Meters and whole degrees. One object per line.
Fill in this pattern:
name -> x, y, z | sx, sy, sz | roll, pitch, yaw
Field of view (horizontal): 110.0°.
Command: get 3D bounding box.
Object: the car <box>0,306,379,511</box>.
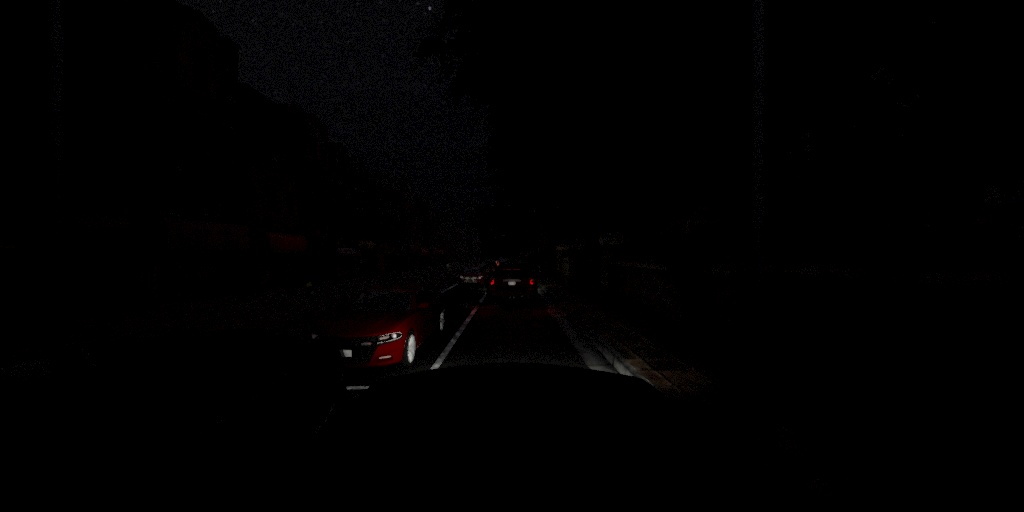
car -> -2.638, 1.314, 2.236 | 1.948, 1.339, 4.313 | 0, 0, 0

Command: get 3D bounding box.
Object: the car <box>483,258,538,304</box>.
car -> 0.000, 1.115, 16.470 | 2.097, 1.767, 4.553 | 0, 0, 0

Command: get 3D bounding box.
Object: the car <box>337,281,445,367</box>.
car -> -2.638, 1.293, 7.912 | 1.888, 1.381, 4.507 | 0, 0, 0

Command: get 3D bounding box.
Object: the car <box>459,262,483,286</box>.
car -> -2.638, 1.330, 24.938 | 1.802, 1.307, 4.207 | 0, 0, 0
